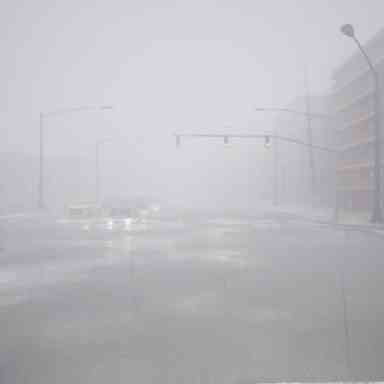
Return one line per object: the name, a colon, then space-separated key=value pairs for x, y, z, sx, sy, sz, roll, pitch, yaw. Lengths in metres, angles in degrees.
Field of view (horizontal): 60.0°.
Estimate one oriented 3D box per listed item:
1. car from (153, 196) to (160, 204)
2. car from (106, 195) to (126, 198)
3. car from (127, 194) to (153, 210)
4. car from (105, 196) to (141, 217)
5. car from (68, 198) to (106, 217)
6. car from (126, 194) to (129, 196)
car: x=-6.201 y=1.228 z=52.653 sx=1.895 sy=1.301 sz=4.718 roll=0 pitch=1 yaw=0
car: x=-9.749 y=1.324 z=40.174 sx=1.837 sy=1.490 sz=4.892 roll=0 pitch=1 yaw=0
car: x=-6.250 y=1.321 z=40.401 sx=1.837 sy=1.490 sz=4.892 roll=0 pitch=1 yaw=0
car: x=-6.297 y=1.436 z=30.998 sx=1.837 sy=1.490 sz=4.892 roll=0 pitch=1 yaw=0
car: x=-9.793 y=1.416 z=30.689 sx=1.882 sy=1.535 sz=5.008 roll=0 pitch=1 yaw=0
car: x=-9.703 y=1.159 z=50.809 sx=1.837 sy=1.490 sz=4.892 roll=0 pitch=1 yaw=0
